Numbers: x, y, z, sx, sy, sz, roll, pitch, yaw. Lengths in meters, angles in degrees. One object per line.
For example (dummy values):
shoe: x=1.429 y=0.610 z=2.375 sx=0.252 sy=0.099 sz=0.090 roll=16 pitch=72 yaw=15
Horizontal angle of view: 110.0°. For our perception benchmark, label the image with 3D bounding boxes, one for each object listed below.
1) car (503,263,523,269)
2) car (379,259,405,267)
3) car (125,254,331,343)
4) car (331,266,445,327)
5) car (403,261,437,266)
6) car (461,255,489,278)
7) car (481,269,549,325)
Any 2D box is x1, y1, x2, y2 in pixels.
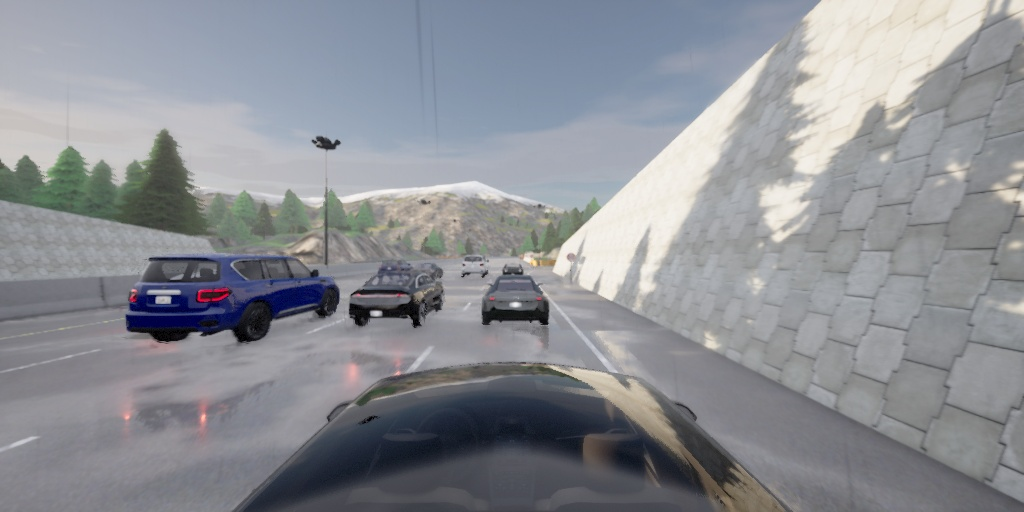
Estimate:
car: x=0.092 y=1.299 z=33.175 sx=1.895 sy=1.301 sz=4.718 roll=0 pitch=0 yaw=0
car: x=-10.408 y=1.052 z=32.525 sx=2.097 sy=1.767 sz=4.553 roll=0 pitch=0 yaw=0
car: x=-6.902 y=0.959 z=9.782 sx=2.150 sy=2.045 sz=5.566 roll=0 pitch=0 yaw=0
car: x=-3.404 y=1.226 z=11.413 sx=2.128 sy=1.511 sz=4.902 roll=0 pitch=0 yaw=0
car: x=-6.908 y=1.252 z=29.348 sx=2.033 sy=1.411 sz=5.357 roll=0 pitch=0 yaw=0
car: x=-3.409 y=0.919 z=33.767 sx=2.150 sy=2.045 sz=5.566 roll=0 pitch=0 yaw=0
car: x=0.097 y=1.297 z=11.799 sx=1.994 sy=1.385 sz=4.181 roll=0 pitch=0 yaw=0
